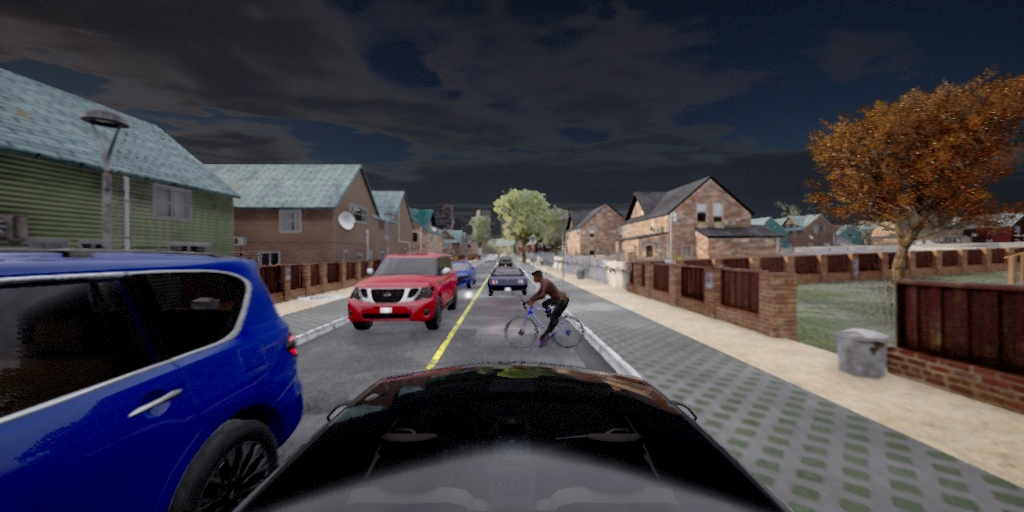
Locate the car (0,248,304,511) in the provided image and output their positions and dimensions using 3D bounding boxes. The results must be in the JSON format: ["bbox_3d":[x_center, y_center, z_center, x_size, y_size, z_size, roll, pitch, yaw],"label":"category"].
[{"bbox_3d":[-2.806,0.988,0.773,2.150,2.045,5.566,0,0,-1],"label":"car"}]

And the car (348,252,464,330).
[{"bbox_3d":[-3.021,0.905,11.218,2.150,2.045,5.566,0,0,-1],"label":"car"}]

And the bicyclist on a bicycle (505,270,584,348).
[{"bbox_3d":[0.676,1.111,7.407,1.656,1.620,0.582,0,0,-1],"label":"bicyclist on a bicycle"}]

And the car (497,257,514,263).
[{"bbox_3d":[-0.812,0.872,46.163,1.837,1.490,4.892,0,0,-1],"label":"car"}]

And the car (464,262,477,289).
[{"bbox_3d":[-3.242,1.075,21.819,1.882,1.535,5.008,0,1,-1],"label":"car"}]

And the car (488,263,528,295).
[{"bbox_3d":[-0.240,1.215,18.786,1.895,1.301,4.718,0,0,-1],"label":"car"}]
